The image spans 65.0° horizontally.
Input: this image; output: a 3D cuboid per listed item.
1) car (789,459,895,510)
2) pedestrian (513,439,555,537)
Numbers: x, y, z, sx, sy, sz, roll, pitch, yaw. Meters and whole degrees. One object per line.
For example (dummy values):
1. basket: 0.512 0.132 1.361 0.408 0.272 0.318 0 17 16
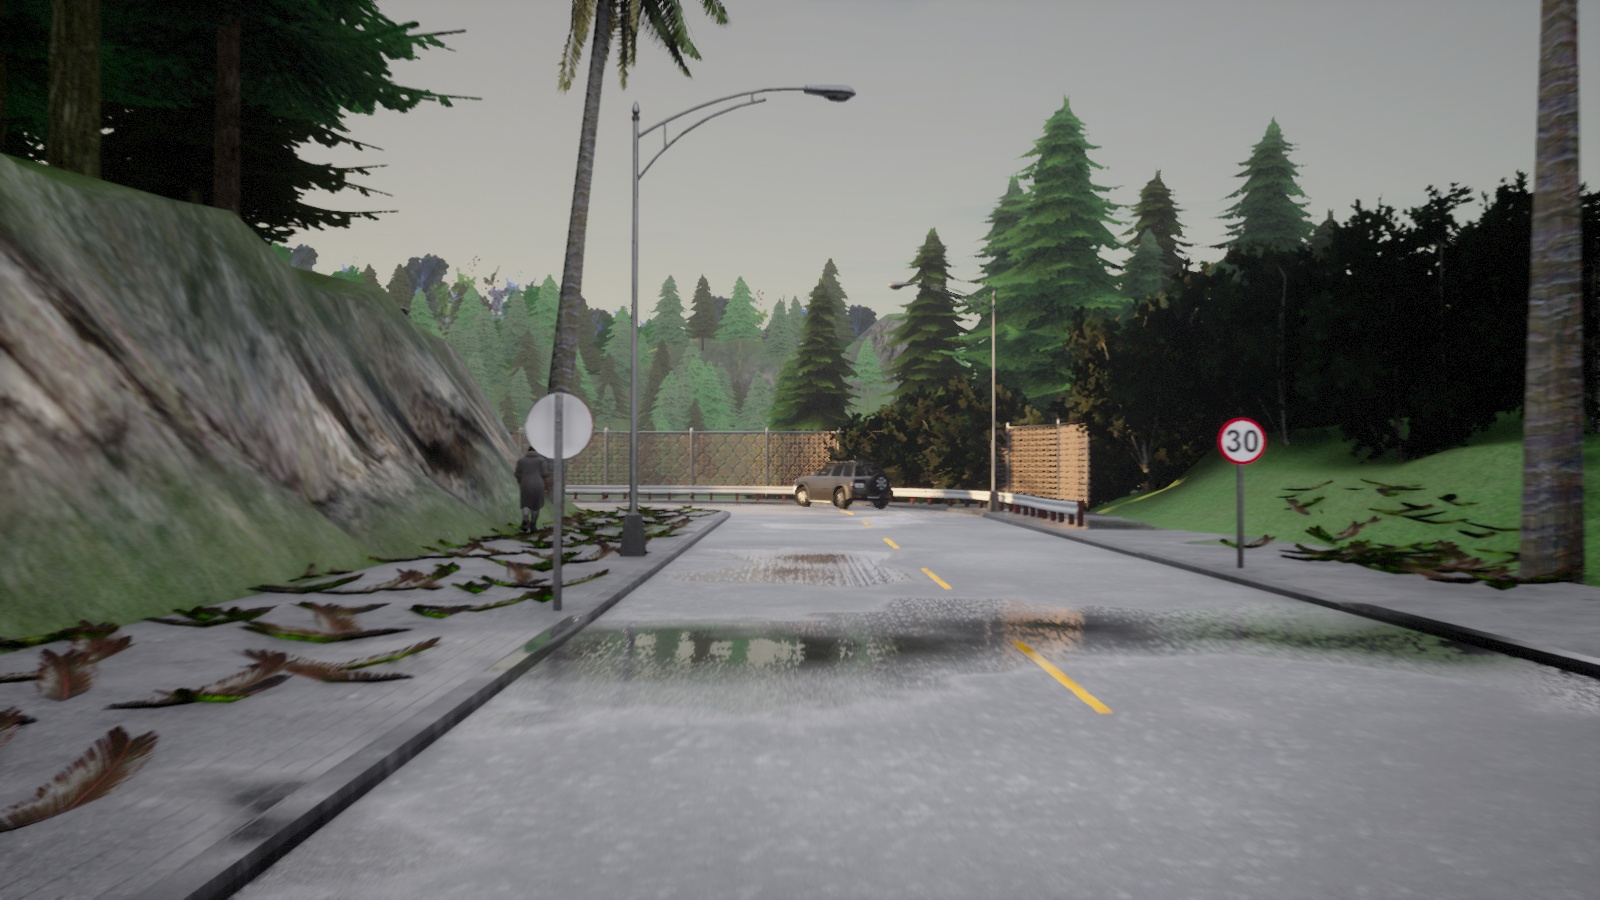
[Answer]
1. car: 1.561 1.309 48.464 1.932 1.855 4.605 1 -1 -30
2. pedestrian: -5.388 0.762 25.466 0.659 1.952 0.873 0 -1 0
